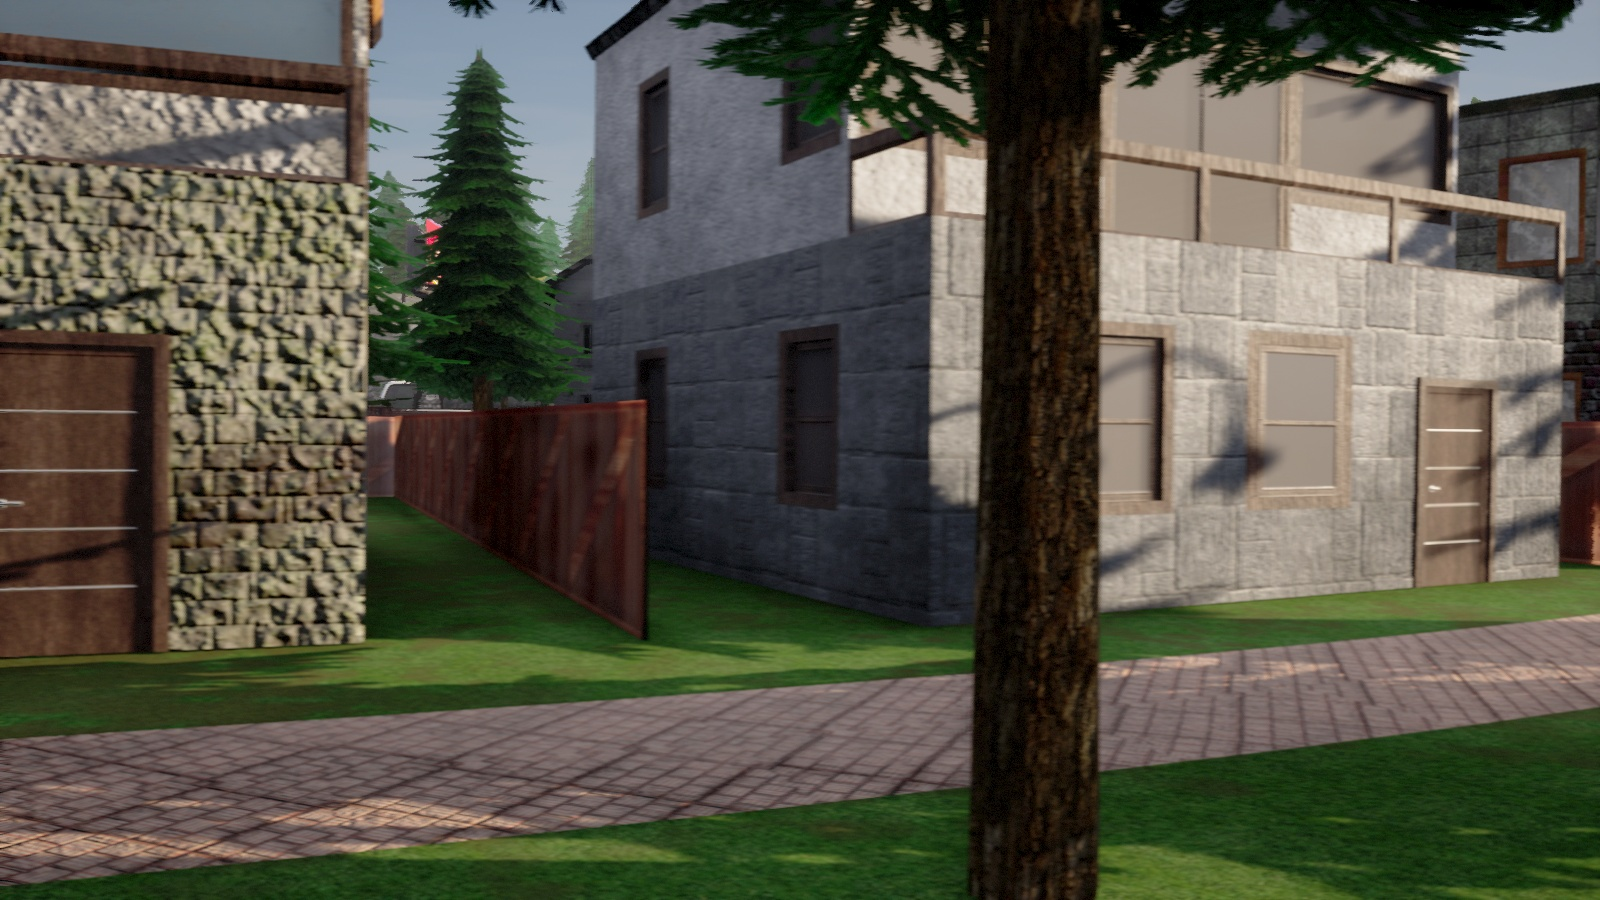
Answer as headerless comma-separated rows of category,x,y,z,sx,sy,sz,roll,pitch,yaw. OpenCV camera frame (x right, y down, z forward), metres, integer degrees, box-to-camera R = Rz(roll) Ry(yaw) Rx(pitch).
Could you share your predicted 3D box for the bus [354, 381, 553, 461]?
bus,-19.183,-1.649,70.349,10.273,4.253,3.944,-1,1,-9
